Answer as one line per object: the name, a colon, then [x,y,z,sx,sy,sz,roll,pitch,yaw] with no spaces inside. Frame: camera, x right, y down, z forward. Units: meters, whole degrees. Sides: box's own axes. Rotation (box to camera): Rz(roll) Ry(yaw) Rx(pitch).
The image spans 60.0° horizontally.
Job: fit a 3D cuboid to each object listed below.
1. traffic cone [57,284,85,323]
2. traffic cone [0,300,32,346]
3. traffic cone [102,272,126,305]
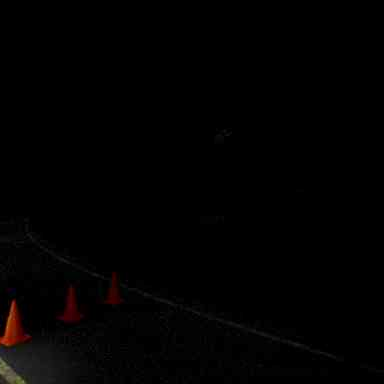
traffic cone: [-2.123,1.920,5.851,0.340,0.580,0.340,1,1,34]
traffic cone: [-2.675,1.930,5.021,0.340,0.580,0.340,1,1,34]
traffic cone: [-1.571,1.910,6.680,0.340,0.580,0.340,1,1,34]
